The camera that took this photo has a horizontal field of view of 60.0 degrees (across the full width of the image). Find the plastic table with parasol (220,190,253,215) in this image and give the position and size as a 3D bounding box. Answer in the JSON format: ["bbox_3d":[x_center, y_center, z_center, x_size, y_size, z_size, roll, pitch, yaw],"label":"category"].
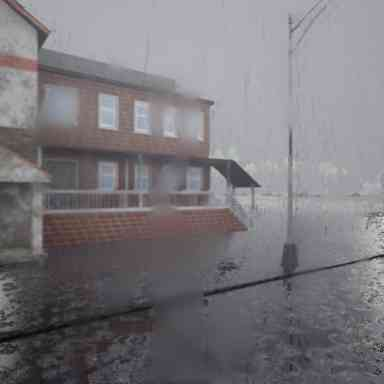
[{"bbox_3d":[4.727,1.071,35.516,2.482,2.480,2.482,0,0,-36],"label":"plastic table with parasol"}]

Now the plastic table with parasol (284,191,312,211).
[{"bbox_3d":[13.844,1.144,43.606,2.482,2.480,2.482,0,0,-36],"label":"plastic table with parasol"}]
